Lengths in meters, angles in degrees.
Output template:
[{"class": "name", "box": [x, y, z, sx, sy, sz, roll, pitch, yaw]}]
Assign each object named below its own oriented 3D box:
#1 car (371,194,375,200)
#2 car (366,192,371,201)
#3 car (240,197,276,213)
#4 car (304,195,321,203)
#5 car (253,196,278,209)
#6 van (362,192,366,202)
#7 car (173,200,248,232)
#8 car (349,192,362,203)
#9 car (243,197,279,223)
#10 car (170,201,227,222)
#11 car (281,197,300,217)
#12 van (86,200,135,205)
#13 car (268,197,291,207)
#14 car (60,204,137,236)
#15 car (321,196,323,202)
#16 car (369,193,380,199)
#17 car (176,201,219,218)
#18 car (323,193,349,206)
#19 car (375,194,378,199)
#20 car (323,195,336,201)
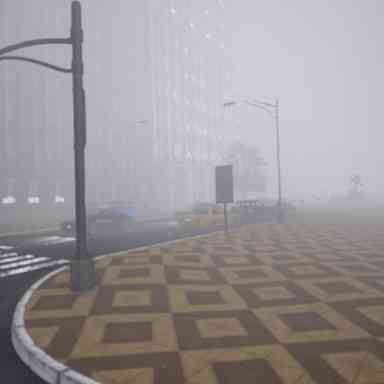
[{"class": "car", "box": [35.982, 0.894, 69.150, 2.192, 1.841, 5.009, -2, -1, 35]}, {"class": "car", "box": [32.793, 1.042, 64.566, 1.967, 1.590, 4.097, -2, -1, 35]}, {"class": "car", "box": [7.521, 1.440, 37.560, 2.128, 1.511, 4.902, -2, -1, 35]}, {"class": "car", "box": [22.945, 1.347, 64.542, 1.967, 1.590, 4.097, -2, -1, 35]}, {"class": "car", "box": [10.241, 1.442, 46.122, 1.967, 1.590, 4.097, -2, -1, 35]}, {"class": "van", "box": [29.603, 0.966, 59.981, 1.690, 1.788, 3.998, -2, -1, 35]}, {"class": "car", "box": [1.126, 1.381, 18.774, 1.752, 1.417, 4.829, -2, -1, 35]}, {"class": "car", "box": [26.408, 1.089, 55.402, 1.967, 1.590, 4.097, -2, -1, 35]}, {"class": "car", "box": [4.198, 1.268, 23.232, 1.967, 1.590, 4.097, -2, -1, 35]}, {"class": "car", "box": [0.691, 1.556, 27.677, 2.033, 1.411, 5.357, -2, -1, 35]}, {"class": "car", "box": [7.373, 1.382, 27.828, 1.802, 1.307, 4.206, -2, -1, 35]}, {"class": "van", "box": [-5.641, 1.478, 23.098, 1.690, 1.788, 3.998, -2, -1, 35]}, {"class": "car", "box": [13.420, 1.522, 50.725, 1.887, 1.381, 4.507, -2, -1, 35]}, {"class": "car", "box": [-5.297, 1.626, 19.000, 1.994, 1.385, 4.181, -2, -1, 35]}, {"class": "car", "box": [26.124, 1.429, 69.146, 1.887, 1.381, 4.507, -2, -1, 35]}, {"class": "car", "box": [45.538, 1.065, 82.912, 2.008, 1.369, 4.403, -2, -1, 35]}, {"class": "car", "box": [0.619, 1.607, 32.166, 1.752, 1.417, 4.829, -2, -1, 35]}, {"class": "car", "box": [20.159, 1.221, 46.350, 1.752, 1.417, 4.829, -2, -1, 35]}, {"class": "car", "box": [39.197, 1.121, 73.717, 1.947, 1.339, 4.313, -2, -1, 35]}, {"class": "car", "box": [32.476, 1.386, 78.355, 1.887, 1.381, 4.507, -2, -1, 35]}]
